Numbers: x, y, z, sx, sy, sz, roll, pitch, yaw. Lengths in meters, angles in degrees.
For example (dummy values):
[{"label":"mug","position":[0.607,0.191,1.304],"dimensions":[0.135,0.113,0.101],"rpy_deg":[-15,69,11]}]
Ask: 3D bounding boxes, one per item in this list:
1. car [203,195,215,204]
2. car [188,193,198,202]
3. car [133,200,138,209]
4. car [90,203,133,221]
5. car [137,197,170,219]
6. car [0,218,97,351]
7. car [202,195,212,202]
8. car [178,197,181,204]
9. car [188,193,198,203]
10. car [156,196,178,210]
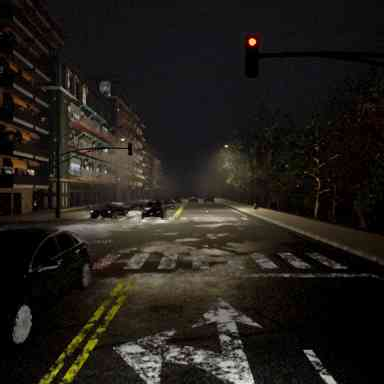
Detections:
[{"label":"car","position":[3.464,1.525,66.049],"dimensions":[1.837,1.490,4.892],"rpy_deg":[0,0,0]},{"label":"car","position":[0.249,1.253,76.556],"dimensions":[2.150,2.045,5.566],"rpy_deg":[0,0,0]},{"label":"car","position":[-6.465,1.607,41.931],"dimensions":[1.895,1.301,4.718],"rpy_deg":[0,0,0]},{"label":"car","position":[-6.902,1.615,28.280],"dimensions":[1.895,1.301,4.718],"rpy_deg":[0,0,8]},{"label":"car","position":[-3.257,1.517,29.031],"dimensions":[1.837,1.490,4.892],"rpy_deg":[0,0,0]},{"label":"car","position":[-3.334,1.503,6.260],"dimensions":[1.837,1.490,4.892],"rpy_deg":[0,0,0]},{"label":"car","position":[3.498,1.498,76.468],"dimensions":[2.033,1.411,5.357],"rpy_deg":[0,0,0]},{"label":"car","position":[-3.102,1.543,62.406],"dimensions":[1.812,1.442,4.674],"rpy_deg":[0,0,1]},{"label":"car","position":[0.316,1.512,66.466],"dimensions":[2.128,1.511,4.902],"rpy_deg":[0,0,0]},{"label":"car","position":[-3.210,1.510,43.039],"dimensions":[1.837,1.490,4.892],"rpy_deg":[0,0,0]}]
